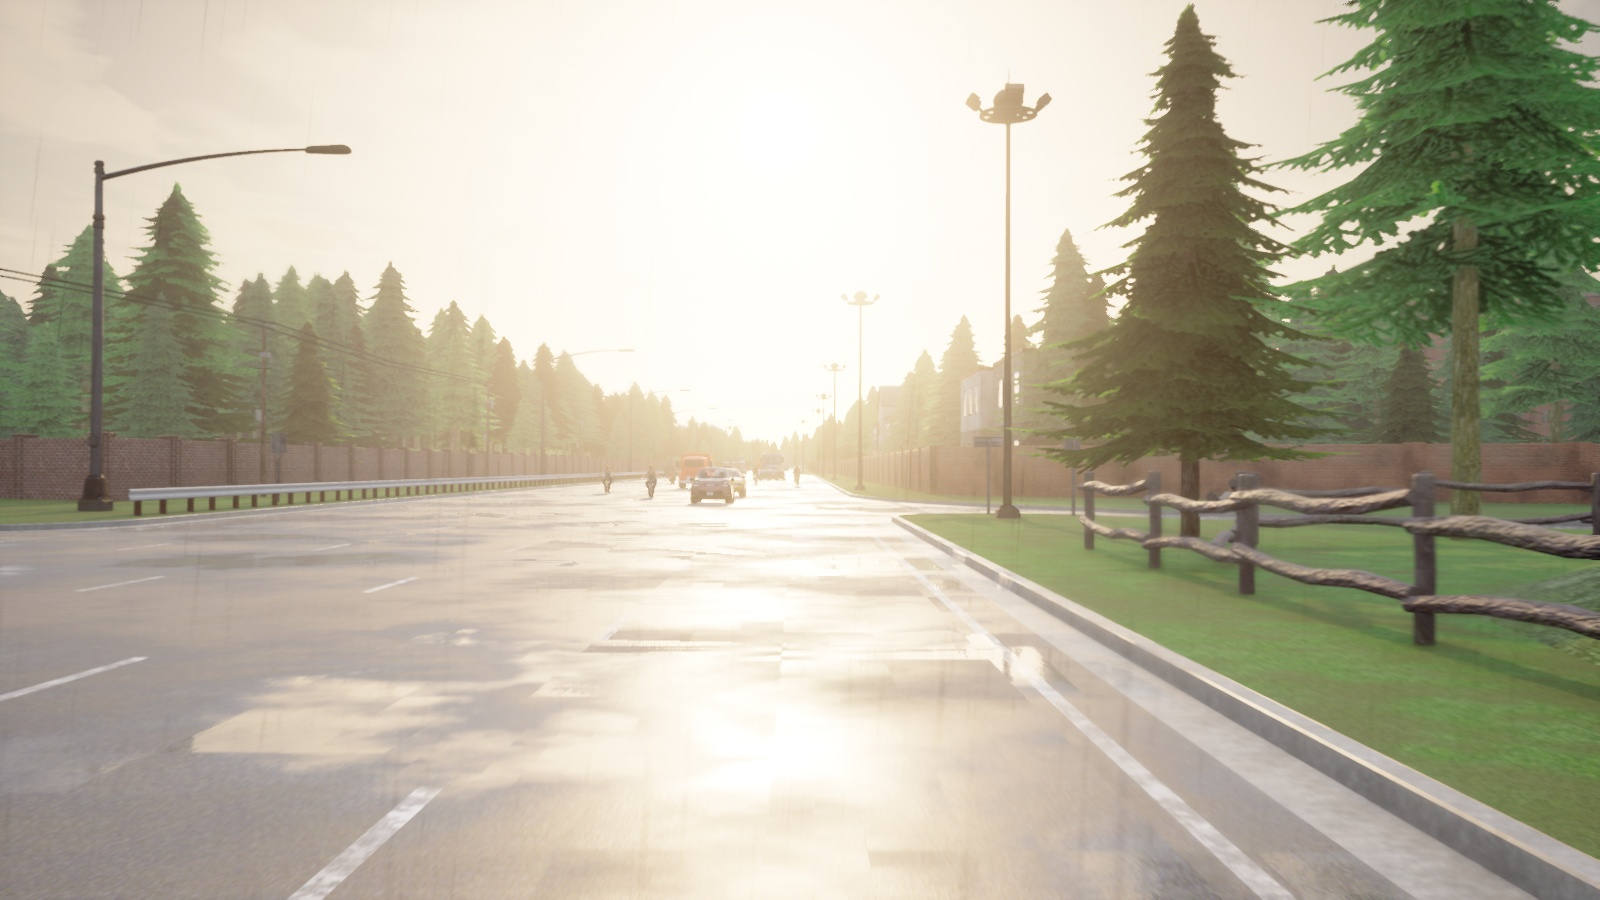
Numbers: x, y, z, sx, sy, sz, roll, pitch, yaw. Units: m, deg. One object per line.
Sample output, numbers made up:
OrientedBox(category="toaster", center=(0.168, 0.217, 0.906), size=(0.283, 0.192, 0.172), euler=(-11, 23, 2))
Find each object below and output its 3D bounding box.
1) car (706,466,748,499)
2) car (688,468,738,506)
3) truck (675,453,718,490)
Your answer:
OrientedBox(category="car", center=(-3.651, 1.598, 63.538), size=(1.801, 1.575, 5.366), euler=(0, -1, 0))
OrientedBox(category="car", center=(-3.624, 1.529, 52.577), size=(1.845, 1.501, 3.633), euler=(0, -1, 0))
OrientedBox(category="truck", center=(-7.210, 1.507, 87.892), size=(2.627, 2.467, 5.204), euler=(0, -1, 0))
